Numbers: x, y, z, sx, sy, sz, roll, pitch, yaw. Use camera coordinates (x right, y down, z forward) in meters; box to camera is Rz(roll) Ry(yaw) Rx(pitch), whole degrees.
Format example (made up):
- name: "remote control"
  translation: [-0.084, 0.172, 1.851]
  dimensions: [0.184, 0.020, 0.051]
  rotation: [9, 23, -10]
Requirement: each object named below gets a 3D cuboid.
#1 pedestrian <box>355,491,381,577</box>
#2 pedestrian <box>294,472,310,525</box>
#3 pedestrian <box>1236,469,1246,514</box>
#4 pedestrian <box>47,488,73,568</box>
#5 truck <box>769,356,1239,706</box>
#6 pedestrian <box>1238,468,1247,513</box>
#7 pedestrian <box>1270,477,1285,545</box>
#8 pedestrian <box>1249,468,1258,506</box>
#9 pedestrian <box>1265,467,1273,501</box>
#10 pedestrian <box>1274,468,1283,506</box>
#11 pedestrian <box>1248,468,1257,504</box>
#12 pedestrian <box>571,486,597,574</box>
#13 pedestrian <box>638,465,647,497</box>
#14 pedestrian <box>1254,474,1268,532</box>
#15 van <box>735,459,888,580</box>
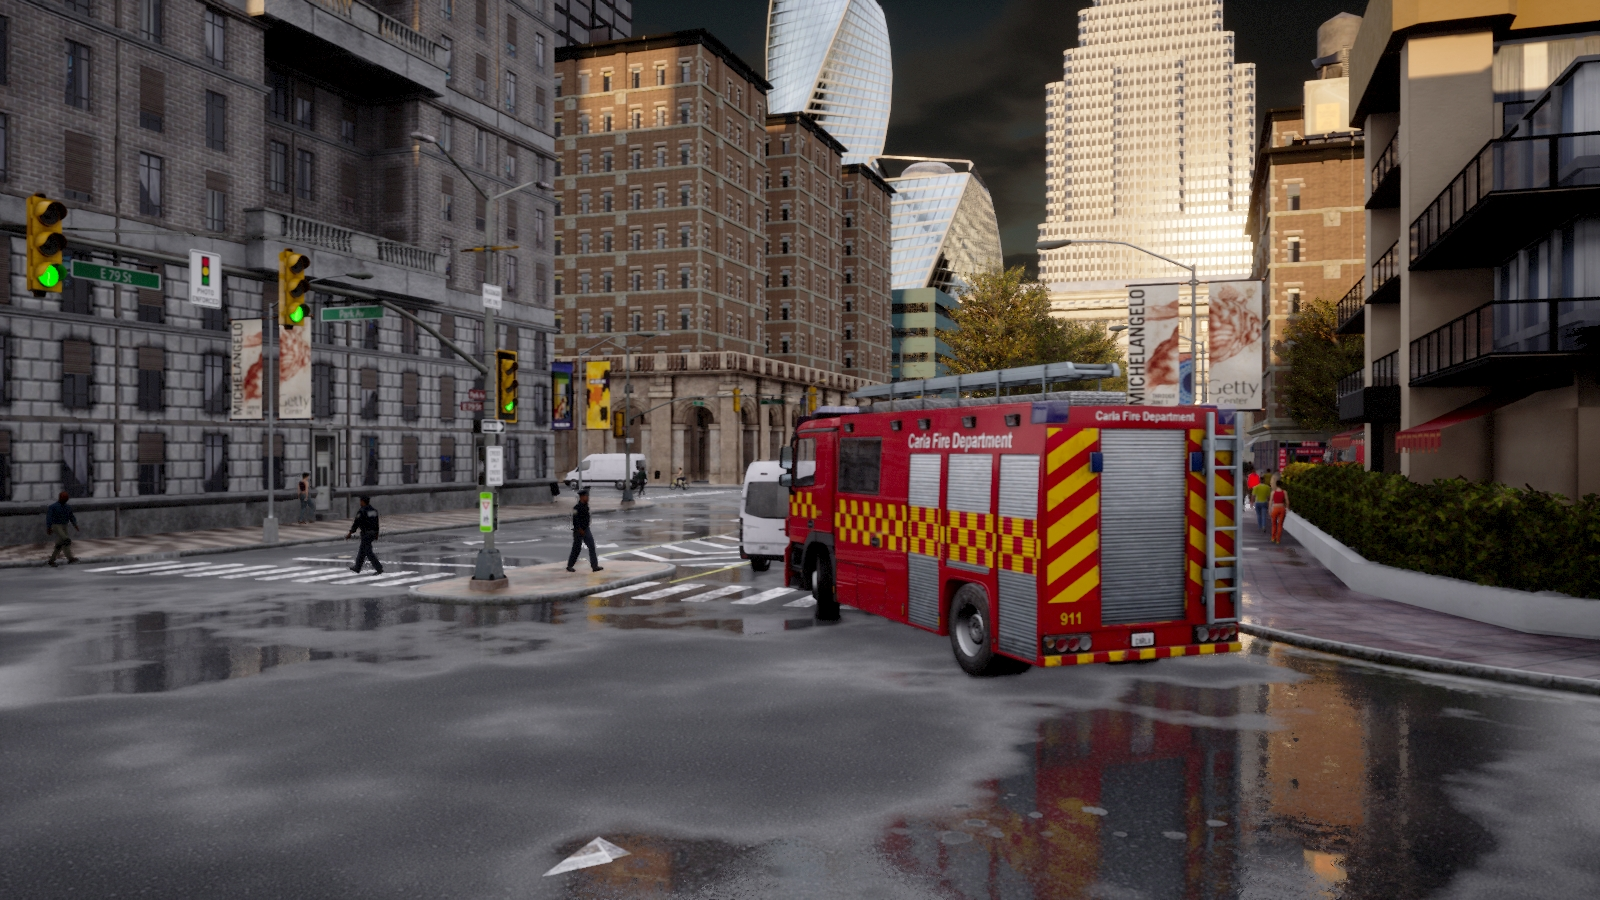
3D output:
- name: "pedestrian"
  translation: [-9.575, 1.849, 25.322]
  dimensions: [0.375, 1.860, 0.375]
  rotation: [0, 0, 23]
- name: "pedestrian"
  translation: [-17.512, 1.697, 40.170]
  dimensions: [0.375, 1.860, 0.375]
  rotation: [0, 0, 20]
- name: "pedestrian"
  translation: [18.077, 1.697, 46.862]
  dimensions: [0.375, 1.860, 0.375]
  rotation: [0, 0, 25]
- name: "pedestrian"
  translation: [-17.539, 1.849, 27.088]
  dimensions: [0.375, 1.860, 0.375]
  rotation: [0, 0, 13]
- name: "truck"
  translation: [2.325, 0.891, 16.968]
  dimensions: [2.891, 3.827, 8.468]
  rotation: [0, 0, -21]
- name: "pedestrian"
  translation: [18.498, 1.696, 47.767]
  dimensions: [0.375, 1.860, 0.375]
  rotation: [0, 0, 21]
- name: "pedestrian"
  translation: [13.339, 1.698, 31.907]
  dimensions: [0.375, 1.860, 0.375]
  rotation: [0, 0, 20]
- name: "pedestrian"
  translation: [22.645, 1.849, 57.041]
  dimensions: [0.375, 1.860, 0.375]
  rotation: [0, 0, 15]
- name: "pedestrian"
  translation: [25.499, 1.849, 62.110]
  dimensions: [0.375, 1.860, 0.375]
  rotation: [0, 0, 12]
- name: "pedestrian"
  translation: [23.763, 1.848, 56.760]
  dimensions: [0.375, 1.860, 0.375]
  rotation: [0, 0, 28]
- name: "pedestrian"
  translation: [23.417, 1.849, 59.100]
  dimensions: [0.375, 1.860, 0.375]
  rotation: [0, 0, 16]
- name: "pedestrian"
  translation: [-4.621, 1.704, 24.450]
  dimensions: [0.375, 1.860, 0.375]
  rotation: [0, 0, 33]
- name: "pedestrian"
  translation: [-9.369, 1.849, 68.007]
  dimensions: [0.375, 1.860, 0.375]
  rotation: [0, 0, 21]
- name: "pedestrian"
  translation: [14.840, 1.696, 36.759]
  dimensions: [0.375, 1.860, 0.375]
  rotation: [0, 0, 17]
- name: "van"
  translation: [0.449, 1.535, 27.906]
  dimensions: [1.988, 2.561, 5.915]
  rotation: [0, 0, 19]
